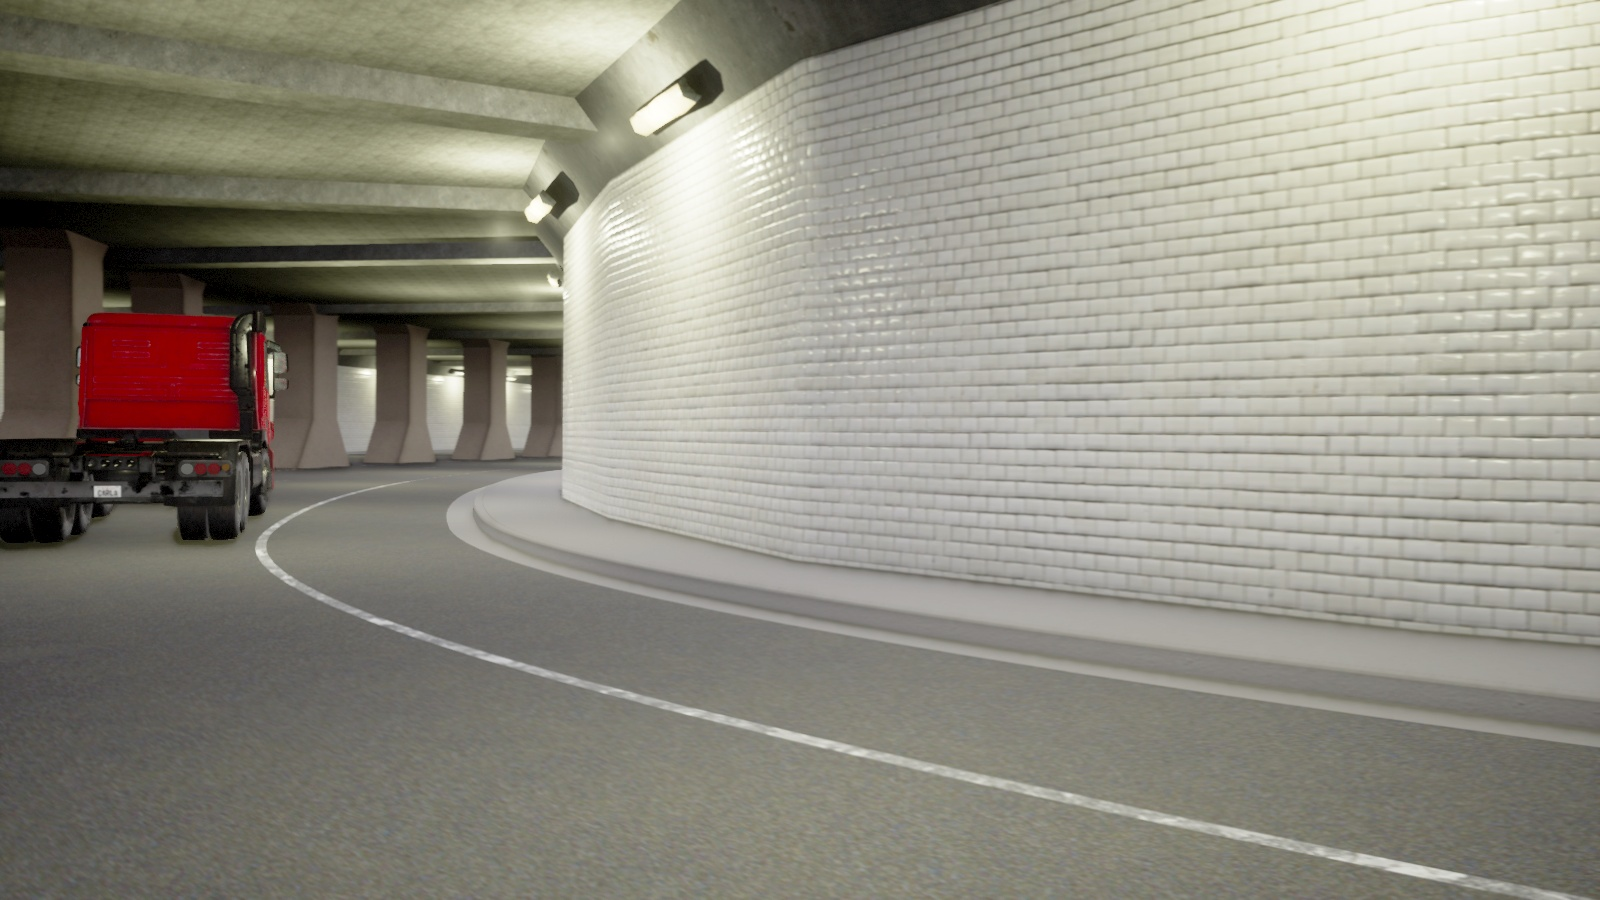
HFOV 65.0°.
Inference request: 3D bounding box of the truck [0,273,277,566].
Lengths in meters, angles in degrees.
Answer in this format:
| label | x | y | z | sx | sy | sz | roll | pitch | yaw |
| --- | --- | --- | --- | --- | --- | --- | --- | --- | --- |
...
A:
| label | x | y | z | sx | sy | sz | roll | pitch | yaw |
| --- | --- | --- | --- | --- | --- | --- | --- | --- | --- |
| truck | -9.736 | -0.408 | 18.981 | 2.891 | 3.462 | 7.936 | -1 | 1 | -19 |
